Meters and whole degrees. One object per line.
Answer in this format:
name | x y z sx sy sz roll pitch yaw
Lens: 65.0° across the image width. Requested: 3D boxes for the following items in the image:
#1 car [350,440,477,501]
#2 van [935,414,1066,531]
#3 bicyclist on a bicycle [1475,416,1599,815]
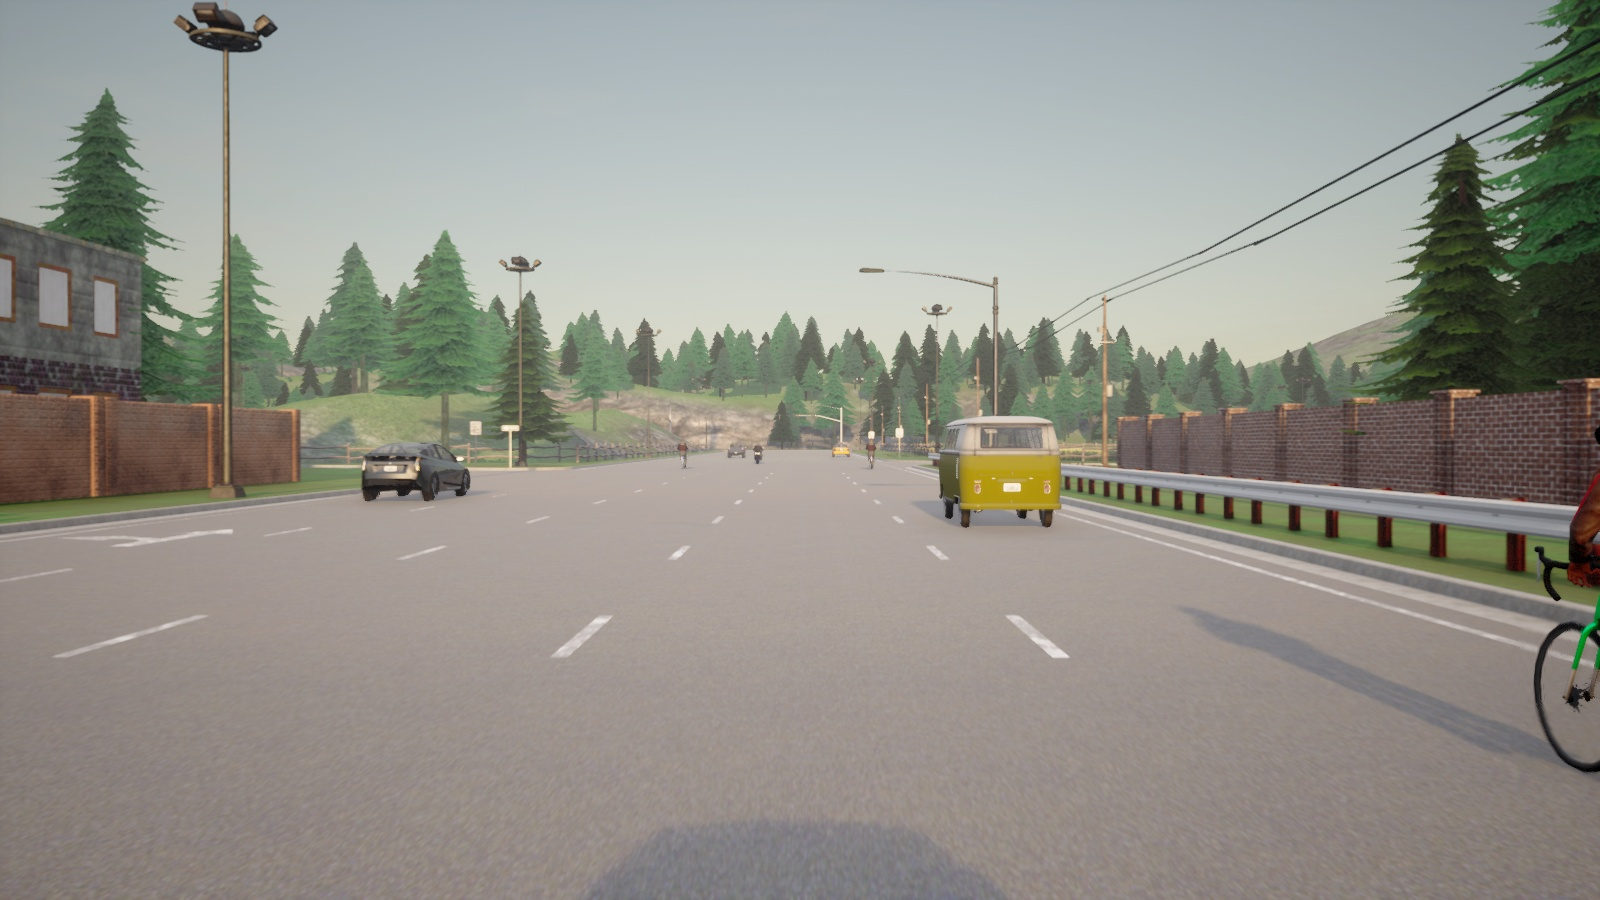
car | -10.293 0.494 33.821 2.007 1.525 4.514 0 0 0
van | 3.649 0.369 23.584 1.775 1.987 4.442 0 0 0
bicyclist on a bicycle | 3.543 0.673 5.226 0.582 1.620 1.656 0 0 0
